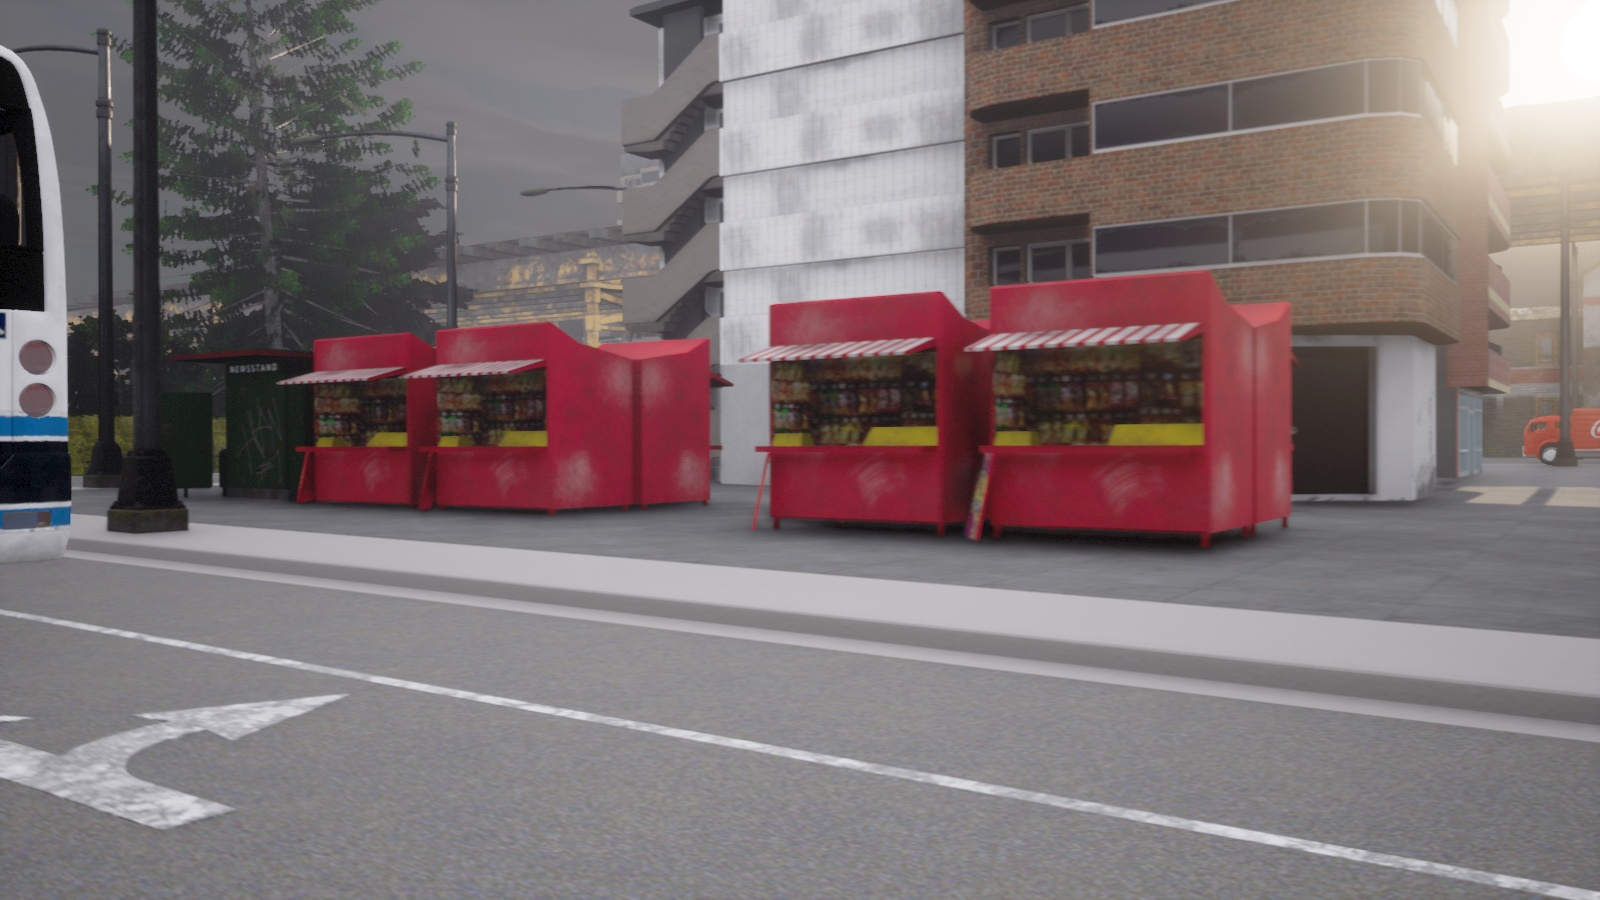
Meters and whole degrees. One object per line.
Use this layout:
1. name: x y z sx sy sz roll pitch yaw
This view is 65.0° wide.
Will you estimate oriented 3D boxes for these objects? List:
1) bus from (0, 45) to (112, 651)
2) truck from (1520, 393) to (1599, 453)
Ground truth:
1. bus: -10.551 -0.683 10.670 10.273 4.253 3.944 0 1 34
2. truck: 33.915 -1.151 53.738 5.204 2.467 2.627 -1 0 34
